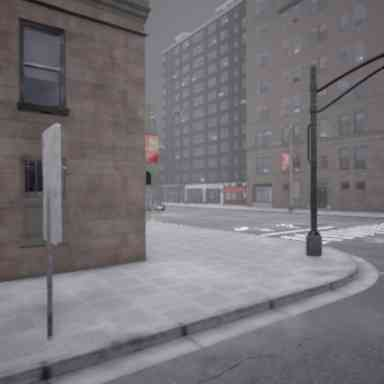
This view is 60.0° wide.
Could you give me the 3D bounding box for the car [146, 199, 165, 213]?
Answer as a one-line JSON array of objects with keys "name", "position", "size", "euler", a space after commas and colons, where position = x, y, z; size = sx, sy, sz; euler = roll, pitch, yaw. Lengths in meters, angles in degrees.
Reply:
[{"name": "car", "position": [-4.689, 1.464, 36.006], "size": [2.128, 1.511, 4.902], "euler": [0, 0, -36]}]
